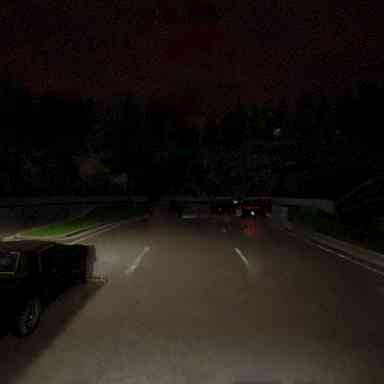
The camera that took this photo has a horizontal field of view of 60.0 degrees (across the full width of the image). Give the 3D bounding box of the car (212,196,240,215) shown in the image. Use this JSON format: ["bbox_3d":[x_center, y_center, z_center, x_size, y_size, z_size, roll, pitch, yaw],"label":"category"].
[{"bbox_3d":[3.313,1.477,33.986,1.882,1.535,5.008,0,0,16],"label":"car"}]

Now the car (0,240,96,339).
[{"bbox_3d":[-3.398,1.601,6.543,1.895,1.301,4.718,0,0,0],"label":"car"}]

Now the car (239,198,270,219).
[{"bbox_3d":[5.524,1.500,29.089,1.837,1.490,4.892,0,-1,15],"label":"car"}]

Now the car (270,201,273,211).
[{"bbox_3d":[8.827,1.526,40.712,1.812,1.442,4.674,0,0,16],"label":"car"}]

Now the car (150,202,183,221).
[{"bbox_3d":[-2.059,1.525,27.254,1.812,1.442,4.674,0,0,12],"label":"car"}]

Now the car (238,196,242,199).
[{"bbox_3d":[5.983,1.352,44.114,2.097,1.767,4.553,0,0,12],"label":"car"}]
